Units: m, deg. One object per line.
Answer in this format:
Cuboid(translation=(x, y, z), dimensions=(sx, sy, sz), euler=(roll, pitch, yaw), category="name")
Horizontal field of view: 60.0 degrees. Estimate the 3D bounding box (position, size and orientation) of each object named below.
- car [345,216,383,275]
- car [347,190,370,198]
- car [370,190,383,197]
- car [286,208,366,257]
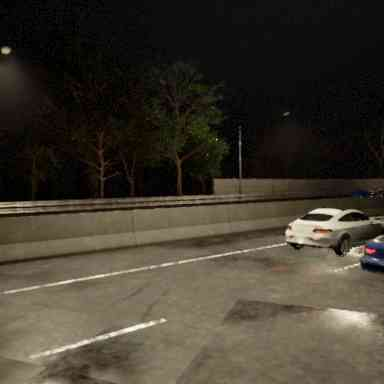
Cuboid(translation=(6.378, 1.335, 8.414), dimensions=(5.357, 1.411, 2.033), euler=(-2, 1, -35), category="car")
Cuboid(translation=(26.957, 0.383, 53.533), dimensions=(5.008, 1.535, 1.882), euler=(-1, 1, -35), category="car")
Cuboid(translation=(30.081, 0.405, 51.467), dimensions=(4.674, 1.442, 1.812), euler=(-2, 1, -35), category="car")
Cuboid(translation=(5.285, 1.289, 11.943), dimensions=(4.674, 1.442, 1.812), euler=(-1, 1, -37), category="car")
